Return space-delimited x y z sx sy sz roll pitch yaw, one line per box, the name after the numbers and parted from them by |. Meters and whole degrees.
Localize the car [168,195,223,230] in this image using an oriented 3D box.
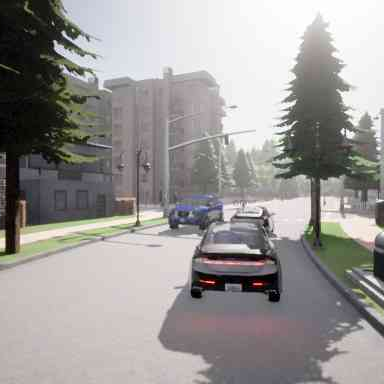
0.430 1.223 20.926 2.150 2.045 5.566 0 0 20 | car

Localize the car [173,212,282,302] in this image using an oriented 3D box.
1.106 1.492 8.335 2.128 1.511 4.902 0 0 9 | car

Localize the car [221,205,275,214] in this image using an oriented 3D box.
3.233 1.492 17.443 2.128 1.511 4.902 0 0 18 | car
